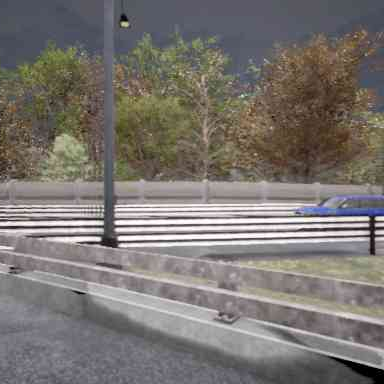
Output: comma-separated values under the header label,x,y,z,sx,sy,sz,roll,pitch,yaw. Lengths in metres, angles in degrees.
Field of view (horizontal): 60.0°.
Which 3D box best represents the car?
label,x,y,z,sx,sy,sz,roll,pitch,yaw
car,7.836,1.167,17.006,5.566,2.045,2.150,1,0,-10
